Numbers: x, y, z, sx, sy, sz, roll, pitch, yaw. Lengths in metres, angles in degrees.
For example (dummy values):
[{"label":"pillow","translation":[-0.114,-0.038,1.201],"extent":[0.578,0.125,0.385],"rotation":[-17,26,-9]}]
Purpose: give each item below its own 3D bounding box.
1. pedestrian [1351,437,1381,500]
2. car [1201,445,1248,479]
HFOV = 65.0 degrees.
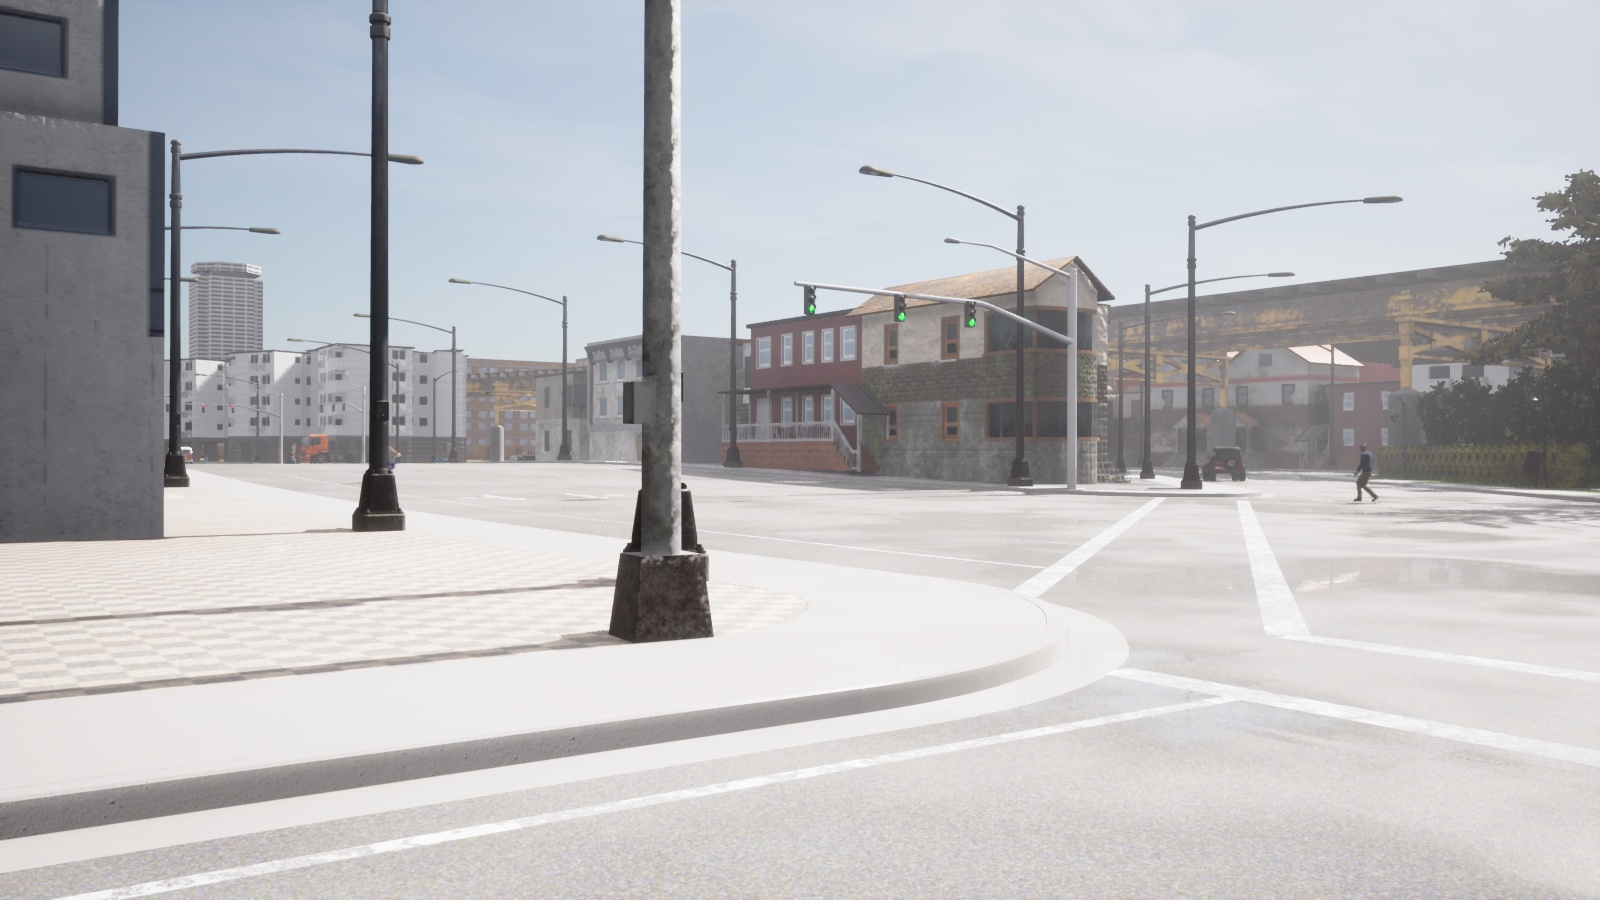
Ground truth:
[{"label":"pedestrian","translation":[16.844,0.550,37.392],"extent":[0.726,1.842,0.402],"rotation":[0,0,42]},{"label":"car","translation":[23.617,0.662,70.004],"extent":[1.905,1.878,3.866],"rotation":[0,0,10]}]
